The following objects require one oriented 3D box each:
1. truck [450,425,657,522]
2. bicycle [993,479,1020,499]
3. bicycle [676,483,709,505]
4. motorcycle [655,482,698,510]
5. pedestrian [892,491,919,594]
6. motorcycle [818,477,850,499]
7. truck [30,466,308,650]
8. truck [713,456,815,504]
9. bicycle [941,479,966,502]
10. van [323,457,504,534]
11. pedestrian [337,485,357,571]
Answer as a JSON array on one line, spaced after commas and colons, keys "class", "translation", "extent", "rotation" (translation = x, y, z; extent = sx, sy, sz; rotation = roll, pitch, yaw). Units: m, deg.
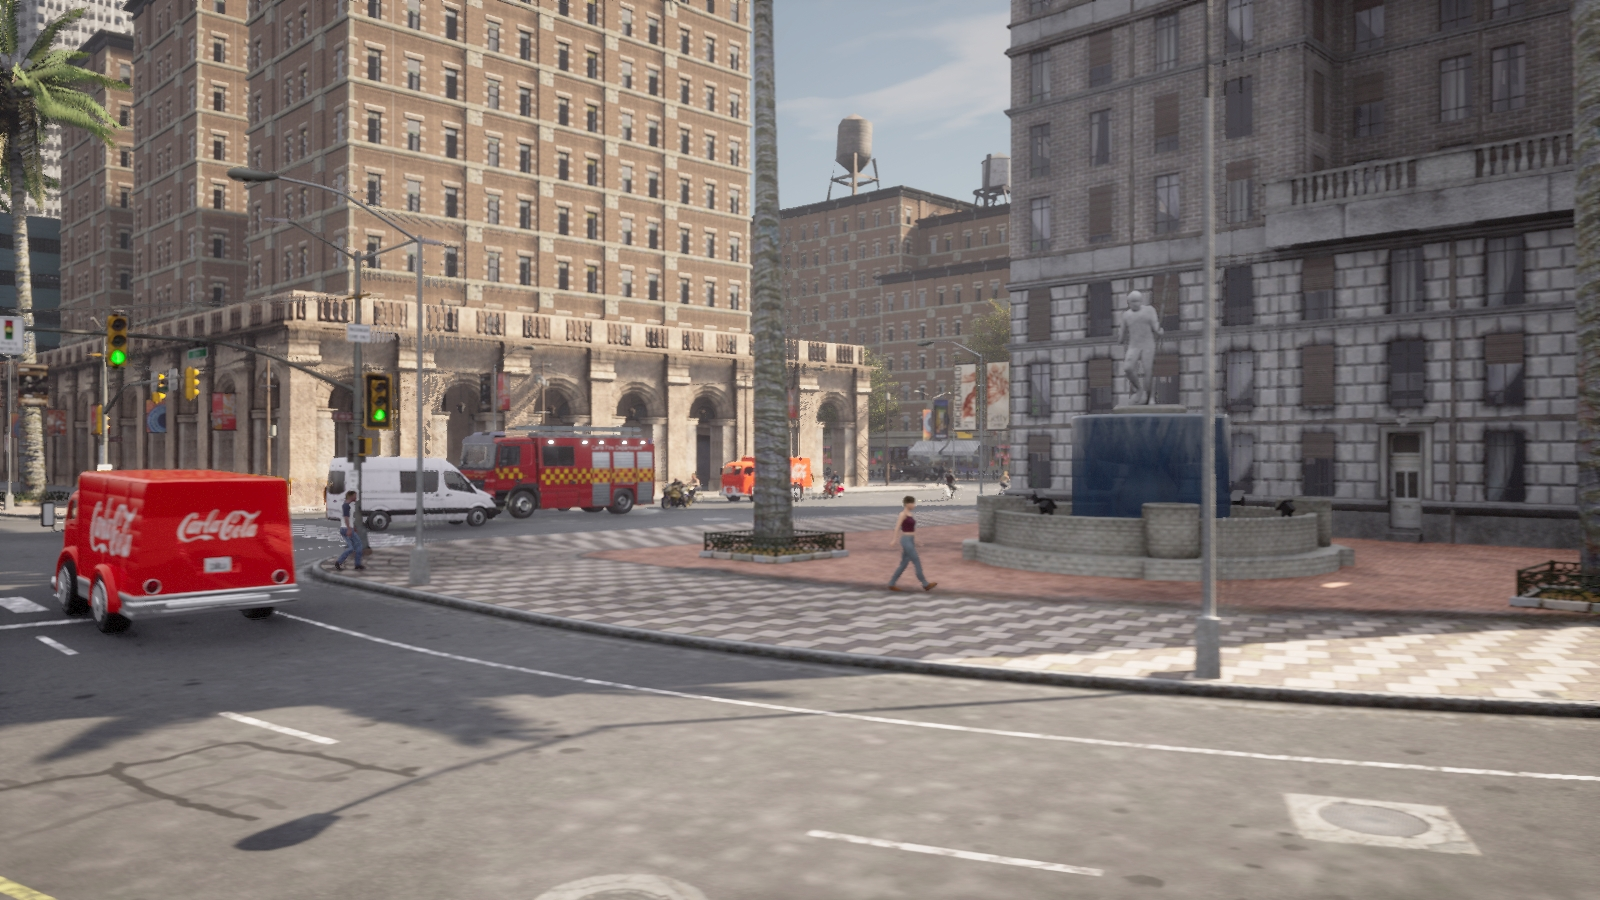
[{"class": "truck", "translation": [-10.412, 0.911, 49.129], "extent": [8.468, 3.827, 2.891], "rotation": [0, 0, -45]}, {"class": "bicycle", "translation": [12.126, 2.278, 67.021], "extent": [1.487, 1.080, 0.859], "rotation": [0, 0, -45]}, {"class": "bicycle", "translation": [-5.559, 2.273, 59.224], "extent": [1.487, 1.080, 0.859], "rotation": [0, 0, -44]}, {"class": "motorcycle", "translation": [-5.964, 2.221, 55.345], "extent": [0.867, 1.251, 2.209], "rotation": [0, 0, 34]}, {"class": "pedestrian", "translation": [1.954, 1.703, 21.167], "extent": [0.375, 1.860, 0.375], "rotation": [0, 0, 29]}, {"class": "motorcycle", "translation": [1.985, 2.202, 66.747], "extent": [0.856, 1.236, 1.805], "rotation": [0, 0, 45]}, {"class": "truck", "translation": [-10.649, 1.587, 19.082], "extent": [5.204, 2.467, 2.627], "rotation": [1, 1, 44]}, {"class": "truck", "translation": [-1.924, 1.587, 62.832], "extent": [5.204, 2.467, 2.627], "rotation": [0, 0, -45]}, {"class": "bicycle", "translation": [8.517, 2.230, 63.342], "extent": [0.329, 1.171, 1.835], "rotation": [0, 0, 45]}, {"class": "van", "translation": [-13.866, 1.546, 41.298], "extent": [5.915, 2.561, 1.988], "rotation": [0, 0, -42]}, {"class": "pedestrian", "translation": [-9.969, 1.703, 25.134], "extent": [0.375, 1.860, 0.375], "rotation": [0, 0, -28]}]
